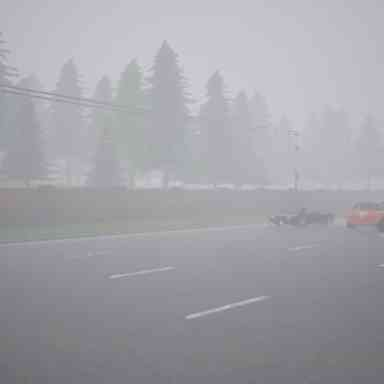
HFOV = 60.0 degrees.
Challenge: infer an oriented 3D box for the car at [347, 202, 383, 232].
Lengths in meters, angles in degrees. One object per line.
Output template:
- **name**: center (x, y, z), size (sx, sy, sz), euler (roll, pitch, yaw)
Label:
- **car**: center (11.660, 1.384, 20.671), size (4.553, 1.767, 2.097), euler (0, 0, -36)

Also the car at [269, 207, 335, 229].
- **car**: center (7.345, 1.629, 21.893), size (4.718, 1.301, 1.895), euler (0, 0, -36)
